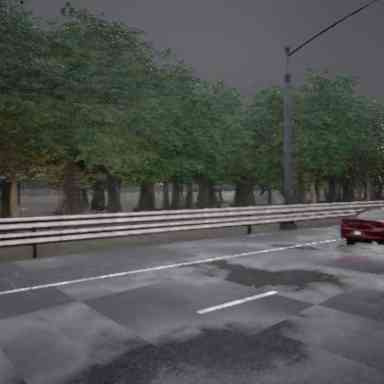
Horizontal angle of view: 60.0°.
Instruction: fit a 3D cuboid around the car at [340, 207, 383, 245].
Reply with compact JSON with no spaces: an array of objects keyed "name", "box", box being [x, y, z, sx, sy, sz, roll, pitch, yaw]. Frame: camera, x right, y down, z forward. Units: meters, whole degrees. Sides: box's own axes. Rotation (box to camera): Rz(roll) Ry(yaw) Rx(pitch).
[{"name":"car","box":[8.189,1.358,13.781,5.008,1.535,1.882,-1,0,-35]}]
